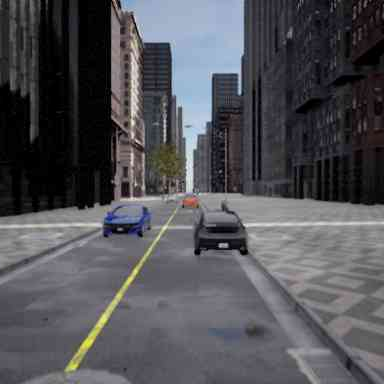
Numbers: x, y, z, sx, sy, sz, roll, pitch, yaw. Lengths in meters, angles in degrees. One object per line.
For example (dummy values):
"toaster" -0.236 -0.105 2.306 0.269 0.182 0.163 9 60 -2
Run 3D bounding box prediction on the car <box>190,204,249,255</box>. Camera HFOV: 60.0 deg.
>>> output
"car" 0.971 1.427 12.891 1.837 1.490 4.892 0 0 0

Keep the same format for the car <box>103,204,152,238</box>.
"car" -3.206 1.374 17.242 1.882 1.535 5.008 0 0 0

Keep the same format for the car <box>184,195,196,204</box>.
"car" -0.361 1.253 57.463 1.994 1.385 4.181 0 0 0

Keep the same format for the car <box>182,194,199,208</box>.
"car" -0.190 1.106 43.763 2.097 1.767 4.553 0 0 0

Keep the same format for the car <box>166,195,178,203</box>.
"car" -3.426 1.212 58.084 1.812 1.442 4.674 0 0 0
